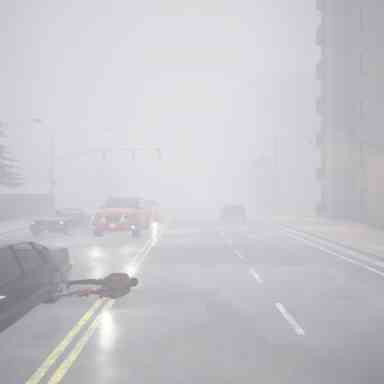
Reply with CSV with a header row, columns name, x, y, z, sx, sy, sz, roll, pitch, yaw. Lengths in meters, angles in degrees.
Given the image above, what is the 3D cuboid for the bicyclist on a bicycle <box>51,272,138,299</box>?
name,x,y,z,sx,sy,sz,roll,pitch,yaw
bicyclist on a bicycle,-1.934,2.003,6.960,1.620,0.582,1.656,-9,-11,-5

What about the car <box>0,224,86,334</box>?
name,x,y,z,sx,sy,sz,roll,pitch,yaw
car,-3.631,1.548,5.436,2.033,1.411,5.357,0,0,-1

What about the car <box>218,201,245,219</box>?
name,x,y,z,sx,sy,sz,roll,pitch,yaw
car,3.358,1.478,28.811,1.882,1.535,5.008,0,0,0

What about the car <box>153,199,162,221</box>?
name,x,y,z,sx,sy,sz,roll,pitch,yaw
car,-3.635,1.352,27.381,2.097,1.767,4.553,0,0,0

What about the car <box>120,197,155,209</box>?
name,x,y,z,sx,sy,sz,roll,pitch,yaw
car,-7.538,1.478,45.801,5.008,1.535,1.882,0,0,38

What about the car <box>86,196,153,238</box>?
name,x,y,z,sx,sy,sz,roll,pitch,yaw
car,-3.661,1.225,18.051,2.150,2.045,5.566,0,0,0

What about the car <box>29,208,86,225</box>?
name,x,y,z,sx,sy,sz,roll,pitch,yaw
car,-7.159,1.601,18.566,1.895,1.301,4.718,0,0,0
